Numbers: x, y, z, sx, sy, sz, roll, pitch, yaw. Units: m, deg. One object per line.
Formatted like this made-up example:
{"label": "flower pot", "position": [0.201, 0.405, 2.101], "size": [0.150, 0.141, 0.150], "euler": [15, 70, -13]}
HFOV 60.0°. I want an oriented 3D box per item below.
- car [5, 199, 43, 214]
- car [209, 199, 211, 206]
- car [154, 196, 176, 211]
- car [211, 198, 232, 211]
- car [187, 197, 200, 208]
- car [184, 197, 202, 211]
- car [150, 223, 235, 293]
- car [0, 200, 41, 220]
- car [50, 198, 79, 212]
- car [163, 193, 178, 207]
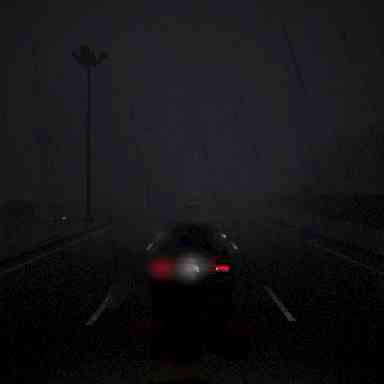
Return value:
{"label": "car", "position": [-18.473, 1.564, 36.818], "size": [1.994, 1.385, 4.181], "euler": [0, 0, 1]}
{"label": "car", "position": [3.692, 1.564, 50.206], "size": [1.994, 1.385, 4.181], "euler": [0, 0, 0]}
{"label": "car", "position": [-3.384, 1.547, 39.954], "size": [2.033, 1.411, 5.357], "euler": [0, 0, 0]}
{"label": "car", "position": [3.615, 1.478, 39.789], "size": [1.882, 1.535, 5.008], "euler": [0, 0, 0]}
{"label": "car", "position": [0.192, 1.505, 50.230], "size": [1.837, 1.490, 4.892], "euler": [0, 0, 0]}
{"label": "car", "position": [0.116, 1.491, 39.895], "size": [2.128, 1.511, 4.902], "euler": [0, 0, 0]}
{"label": "car", "position": [0.007, 1.548, 8.959], "size": [2.033, 1.411, 5.357], "euler": [0, 0, 0]}
{"label": "car", "position": [-15.049, 1.491, 28.477], "size": [2.128, 1.511, 4.902], "euler": [0, 0, 0]}
{"label": "car", "position": [-14.938, 1.478, 39.137], "size": [1.882, 1.535, 5.008], "euler": [0, 0, 1]}
{"label": "car", "position": [-3.308, 1.221, 50.284], "size": [2.150, 2.045, 5.566], "euler": [0, 0, 0]}
